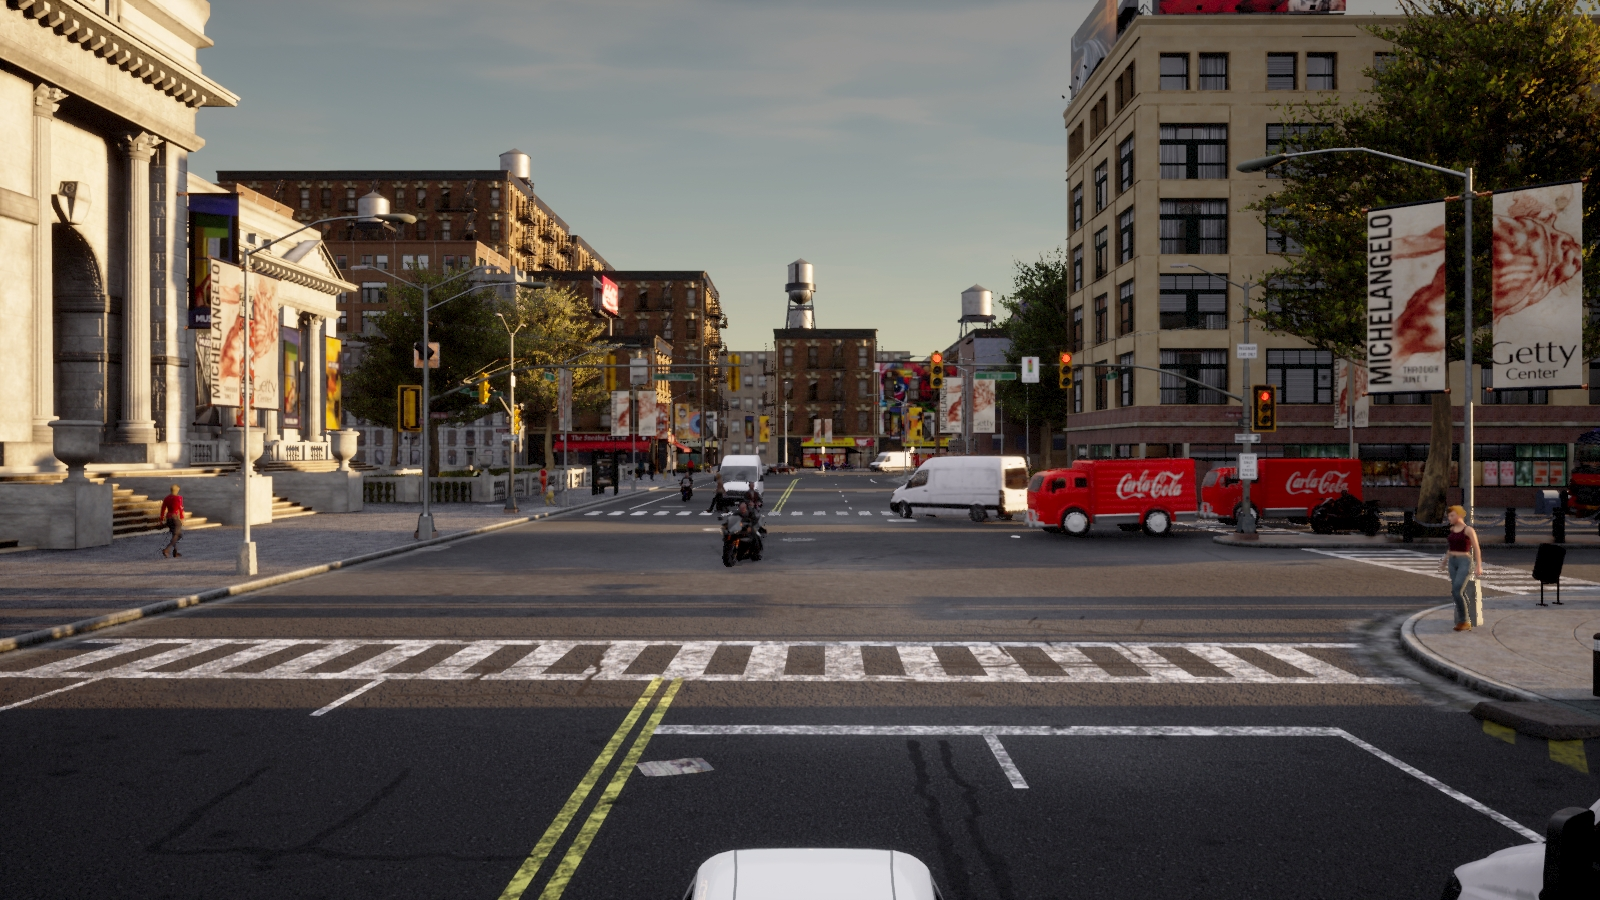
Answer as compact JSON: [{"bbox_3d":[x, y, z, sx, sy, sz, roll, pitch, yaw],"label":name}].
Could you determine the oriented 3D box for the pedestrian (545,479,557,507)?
[{"bbox_3d":[-11.476,1.976,52.660,0.375,1.300,0.375,0,0,37],"label":"pedestrian"}]

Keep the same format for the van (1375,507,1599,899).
[{"bbox_3d":[3.538,1.534,2.141,1.988,2.561,5.915,0,0,1],"label":"van"}]

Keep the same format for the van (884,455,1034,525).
[{"bbox_3d":[6.312,1.534,45.927,5.915,2.561,1.988,0,2,44],"label":"van"}]

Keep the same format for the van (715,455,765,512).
[{"bbox_3d":[-2.815,1.534,54.792,1.988,2.561,5.915,0,0,1],"label":"van"}]

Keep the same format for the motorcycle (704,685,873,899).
[{"bbox_3d":[-0.047,2.182,6.691,0.856,1.236,1.805,0,0,1],"label":"motorcycle"}]

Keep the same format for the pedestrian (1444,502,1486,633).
[{"bbox_3d":[9.650,1.696,16.574,0.375,1.860,0.375,0,0,-7],"label":"pedestrian"}]

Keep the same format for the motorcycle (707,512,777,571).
[{"bbox_3d":[-1.390,2.205,27.970,0.867,1.251,2.209,1,0,21],"label":"motorcycle"}]

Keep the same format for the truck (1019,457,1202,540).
[{"bbox_3d":[10.167,1.545,37.722,5.204,2.467,2.627,-2,1,-5],"label":"truck"}]

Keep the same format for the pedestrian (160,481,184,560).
[{"bbox_3d":[-15.162,1.696,27.589,0.375,1.860,0.375,0,0,6],"label":"pedestrian"}]

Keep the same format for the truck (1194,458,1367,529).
[{"bbox_3d":[17.439,1.559,41.728,5.204,2.467,2.627,-1,0,3],"label":"truck"}]

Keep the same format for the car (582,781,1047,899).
[{"bbox_3d":[0.047,2.120,3.817,1.481,1.376,2.207,0,0,0],"label":"car"}]

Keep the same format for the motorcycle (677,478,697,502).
[{"bbox_3d":[-6.217,2.205,62.895,0.867,1.251,2.209,0,0,1],"label":"motorcycle"}]

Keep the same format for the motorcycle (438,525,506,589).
[{"bbox_3d":[-6.820,2.213,23.864,0.803,1.145,2.033,0,0,1],"label":"motorcycle"}]

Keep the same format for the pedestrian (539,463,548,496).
[{"bbox_3d":[-14.574,1.697,64.926,0.375,1.860,0.375,0,0,4],"label":"pedestrian"}]

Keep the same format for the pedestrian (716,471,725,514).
[{"bbox_3d":[-3.444,1.848,49.623,0.375,1.860,0.375,0,0,-5],"label":"pedestrian"}]

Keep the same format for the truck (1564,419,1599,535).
[{"bbox_3d":[30.621,0.890,38.009,8.468,3.827,2.891,0,0,1],"label":"truck"}]
